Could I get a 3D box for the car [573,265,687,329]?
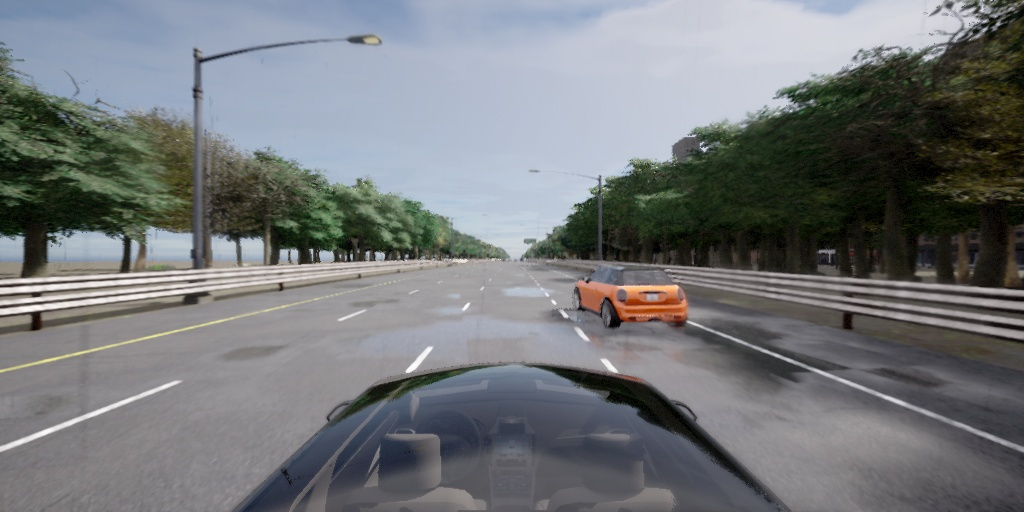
[{"bbox_3d":[3.397,1.055,11.256,2.097,1.767,4.553,0,0,-5],"label":"car"}]
